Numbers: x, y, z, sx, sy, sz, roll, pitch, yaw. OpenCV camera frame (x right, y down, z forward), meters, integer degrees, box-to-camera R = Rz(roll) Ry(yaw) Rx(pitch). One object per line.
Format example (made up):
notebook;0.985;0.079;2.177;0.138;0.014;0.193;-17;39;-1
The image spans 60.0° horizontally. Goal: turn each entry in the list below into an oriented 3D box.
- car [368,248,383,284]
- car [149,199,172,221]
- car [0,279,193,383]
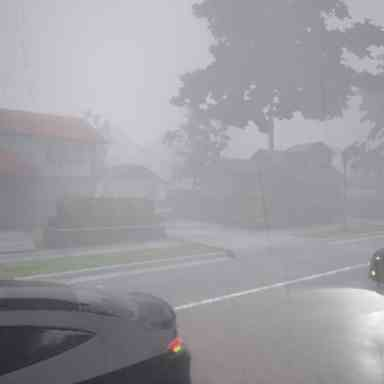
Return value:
car;6.305;1.613;8.417;4.181;1.385;1.994;0;0;-36
car;-2.947;1.196;22.433;1.970;1.475;3.806;0;0;-34
car;-2.158;1.518;2.469;4.674;1.442;1.812;0;0;-35
